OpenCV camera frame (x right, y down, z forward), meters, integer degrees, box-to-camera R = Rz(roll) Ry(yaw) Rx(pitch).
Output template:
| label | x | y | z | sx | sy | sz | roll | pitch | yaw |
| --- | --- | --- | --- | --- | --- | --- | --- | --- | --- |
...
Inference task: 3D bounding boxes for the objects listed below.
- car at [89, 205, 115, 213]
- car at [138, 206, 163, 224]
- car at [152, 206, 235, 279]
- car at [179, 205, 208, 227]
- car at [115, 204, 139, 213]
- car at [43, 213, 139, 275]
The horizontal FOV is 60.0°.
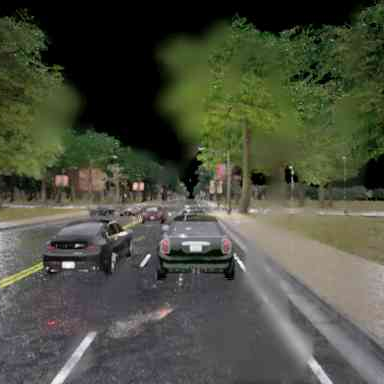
| label | x | y | z | sx | sy | sz | roll | pitch | yaw |
| --- | --- | --- | --- | --- | --- | --- | --- | --- | --- |
| car | -9.821 | 2.094 | 36.624 | 1.895 | 1.301 | 4.718 | 0 | -1 | 0 |
| car | -3.151 | 1.909 | 28.763 | 1.812 | 1.442 | 4.674 | 0 | -1 | 0 |
| car | 0.100 | 1.489 | 10.645 | 2.097 | 1.767 | 4.553 | 0 | -1 | 0 |
| car | 0.101 | 1.850 | 27.011 | 2.128 | 1.511 | 4.902 | 0 | -1 | 0 |
| car | -6.571 | 2.049 | 36.111 | 1.994 | 1.385 | 4.181 | 0 | -1 | 0 |
| car | -3.150 | 1.645 | 10.911 | 1.837 | 1.490 | 4.892 | 0 | -1 | 0 |
